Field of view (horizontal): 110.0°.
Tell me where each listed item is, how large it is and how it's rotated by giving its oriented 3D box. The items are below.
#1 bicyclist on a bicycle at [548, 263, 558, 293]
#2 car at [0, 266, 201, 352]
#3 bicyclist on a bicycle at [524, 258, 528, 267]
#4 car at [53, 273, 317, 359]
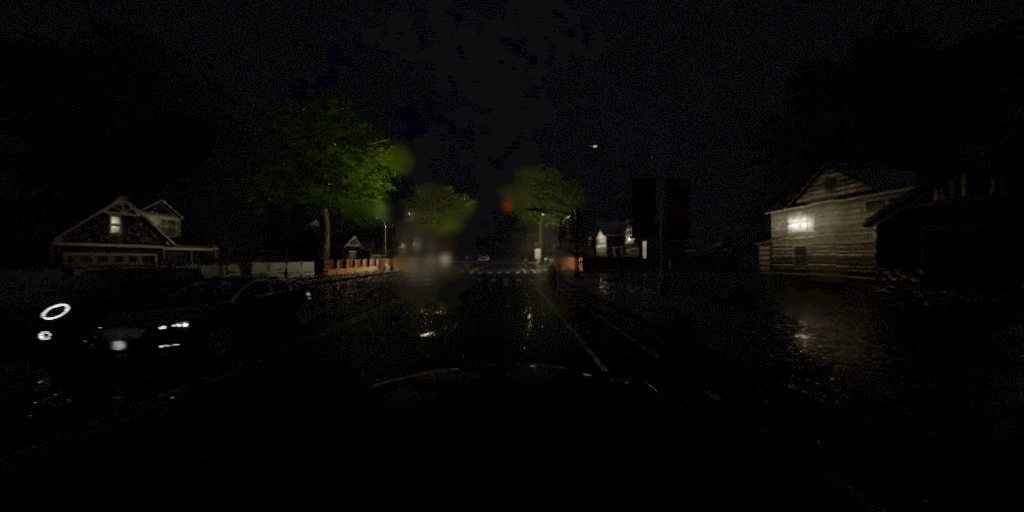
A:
[{"bbox_3d":[2.262,1.191,19.432,0.582,1.620,1.656,0,0,0],"label":"bicyclist on a bicycle"},{"bbox_3d":[-9.845,1.095,8.992,2.097,1.767,4.553,0,0,0],"label":"car"},{"bbox_3d":[2.256,1.152,57.428,0.582,1.620,1.656,0,0,0],"label":"bicyclist on a bicycle"},{"bbox_3d":[-6.597,1.237,8.464,2.128,1.511,4.902,0,0,0],"label":"car"}]
